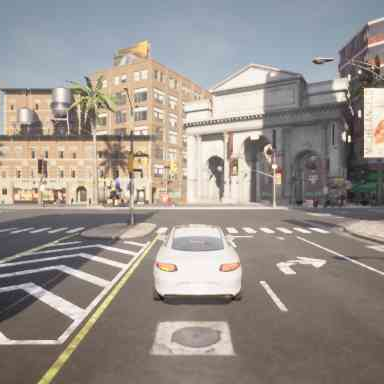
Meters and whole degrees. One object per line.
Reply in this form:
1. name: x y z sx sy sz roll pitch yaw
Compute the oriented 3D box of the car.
1. car: 0.112 1.529 8.246 1.812 1.442 4.674 0 0 0
